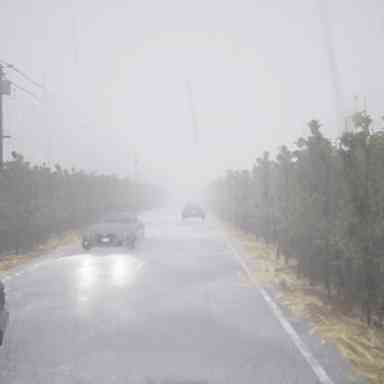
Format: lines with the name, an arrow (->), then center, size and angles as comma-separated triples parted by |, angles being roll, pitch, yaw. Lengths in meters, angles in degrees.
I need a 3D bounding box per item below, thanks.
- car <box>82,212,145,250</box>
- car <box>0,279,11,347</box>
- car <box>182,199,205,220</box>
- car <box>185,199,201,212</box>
car -> -3.197, 1.583, 14.272 | 1.994, 1.385, 4.181 | 0, 0, 0
car -> -3.298, 1.494, 2.379 | 2.128, 1.511, 4.902 | 0, 0, 0
car -> 0.113, 1.603, 28.705 | 1.994, 1.385, 4.181 | 0, 0, -1
car -> 0.103, 1.581, 41.311 | 1.812, 1.442, 4.674 | 0, 0, 0
